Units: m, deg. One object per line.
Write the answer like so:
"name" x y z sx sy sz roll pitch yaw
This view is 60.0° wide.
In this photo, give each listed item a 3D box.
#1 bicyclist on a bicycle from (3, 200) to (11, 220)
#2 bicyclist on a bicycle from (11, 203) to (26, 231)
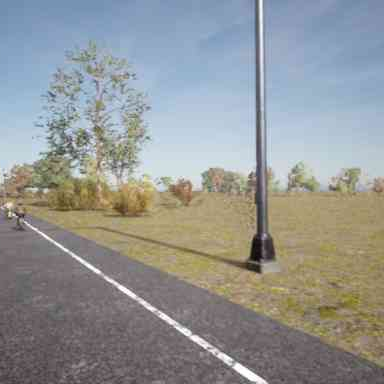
"bicyclist on a bicycle" -15.185 1.491 27.688 0.866 1.612 1.509 -1 0 -33
"bicyclist on a bicycle" -10.049 1.480 19.519 0.582 1.620 1.656 -1 0 -32
